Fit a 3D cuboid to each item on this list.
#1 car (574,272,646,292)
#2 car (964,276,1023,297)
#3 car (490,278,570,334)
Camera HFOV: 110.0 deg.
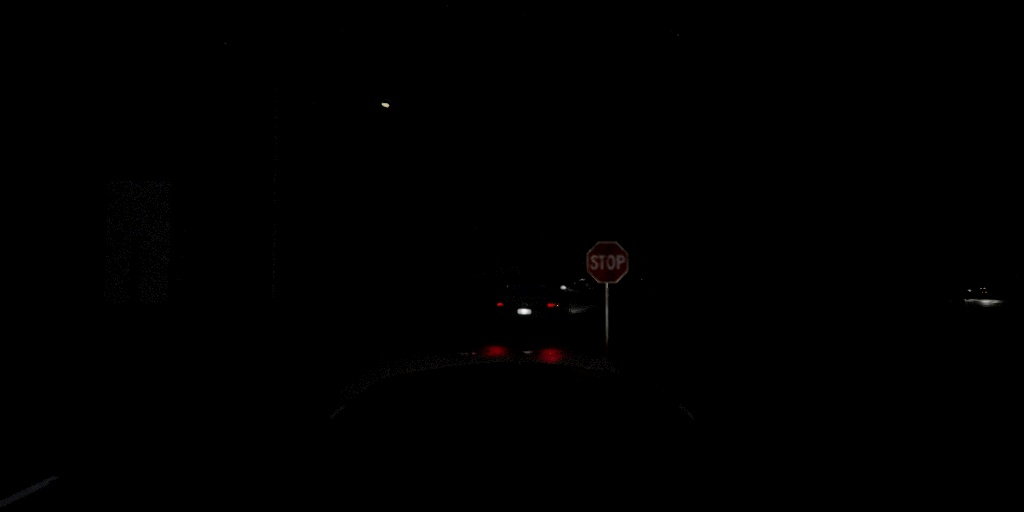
[{"bbox_3d":[6.595,1.619,24.319,4.674,1.442,1.812,1,-2,0],"label":"car"},{"bbox_3d":[33.271,2.115,24.160,4.892,1.490,1.837,1,-2,0],"label":"car"},{"bbox_3d":[0.695,1.376,10.999,1.994,1.385,4.181,0,0,11],"label":"car"}]
